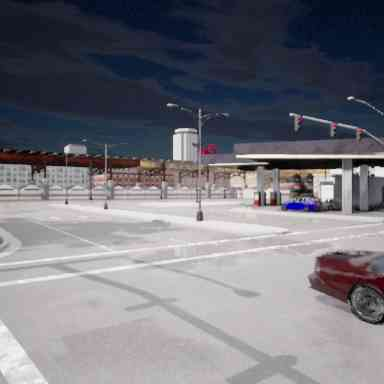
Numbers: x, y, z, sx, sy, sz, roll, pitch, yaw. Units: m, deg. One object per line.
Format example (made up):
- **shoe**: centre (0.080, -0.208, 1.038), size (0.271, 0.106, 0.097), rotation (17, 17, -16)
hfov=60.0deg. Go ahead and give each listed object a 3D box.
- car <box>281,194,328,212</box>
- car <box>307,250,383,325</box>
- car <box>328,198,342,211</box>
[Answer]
- **car**: centre (12.138, 1.349, 37.051), size (2.242, 1.667, 4.611), rotation (0, 0, -35)
- **car**: centre (4.495, 1.558, 5.109), size (2.033, 1.411, 5.357), rotation (0, 0, -35)
- **car**: centre (16.383, 1.519, 40.996), size (1.970, 1.475, 3.806), rotation (0, 0, -35)
